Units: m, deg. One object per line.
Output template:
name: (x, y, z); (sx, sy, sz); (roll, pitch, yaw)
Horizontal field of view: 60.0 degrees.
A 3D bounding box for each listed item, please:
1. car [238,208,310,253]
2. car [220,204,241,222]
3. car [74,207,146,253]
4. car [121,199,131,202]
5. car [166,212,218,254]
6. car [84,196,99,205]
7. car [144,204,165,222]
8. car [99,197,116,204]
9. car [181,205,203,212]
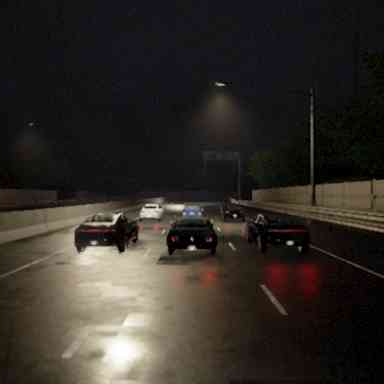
car: (3.507, 1.623, 14.287); (2.128, 1.511, 4.902); (0, 0, 0)
car: (3.511, 1.786, 29.375); (1.812, 1.442, 4.674); (0, 0, 0)
car: (-3.493, 1.622, 14.295); (2.128, 1.511, 4.902); (0, 0, 0)
car: (-13.986, 2.134, 70.514); (1.812, 1.442, 4.674); (0, -1, 0)
car: (0.005, 1.729, 14.101); (1.895, 1.301, 4.718); (0, 0, 0)
car: (-20.986, 1.835, 70.488); (2.150, 2.045, 5.566); (0, -1, 0)
car: (-3.489, 1.786, 29.386); (1.812, 1.442, 4.674); (0, 0, 0)
car: (-17.486, 1.966, 70.546); (2.097, 1.767, 4.553); (0, -1, 0)
car: (0.007, 1.804, 28.981); (2.033, 1.411, 5.357); (0, 0, 0)
